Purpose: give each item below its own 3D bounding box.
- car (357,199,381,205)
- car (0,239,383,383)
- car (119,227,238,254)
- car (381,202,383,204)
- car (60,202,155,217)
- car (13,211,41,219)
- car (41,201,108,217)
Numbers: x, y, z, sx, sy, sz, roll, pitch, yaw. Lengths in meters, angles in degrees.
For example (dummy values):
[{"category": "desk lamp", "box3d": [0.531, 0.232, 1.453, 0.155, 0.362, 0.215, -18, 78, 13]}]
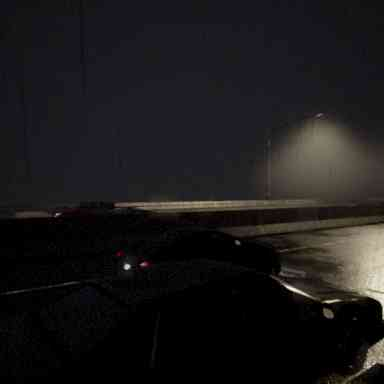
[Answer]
[{"category": "car", "box3d": [25.832, 1.682, 48.128, 4.718, 1.301, 1.895, 0, 0, -35]}, {"category": "car", "box3d": [0.139, 1.552, 3.844, 5.357, 1.411, 2.033, 0, 0, -35]}, {"category": "car", "box3d": [0.265, 1.572, 8.230, 4.181, 1.385, 1.994, 0, 0, -35]}, {"category": "car", "box3d": [28.569, 1.560, 45.780, 5.008, 1.535, 1.882, 0, 0, -35]}, {"category": "car", "box3d": [-4.259, 1.504, 18.144, 4.902, 1.511, 2.128, 0, 0, -35]}, {"category": "car", "box3d": [-9.611, 1.610, 22.927, 4.718, 1.301, 1.895, 0, 0, -35]}, {"category": "car", "box3d": [-6.625, 1.364, 20.756, 4.553, 1.767, 2.097, 0, 0, -35]}]
